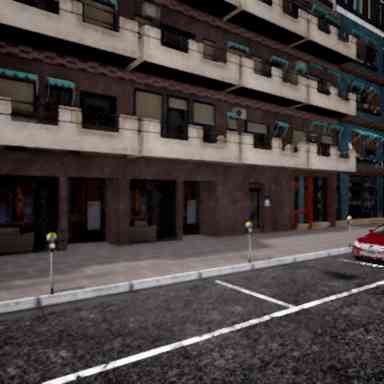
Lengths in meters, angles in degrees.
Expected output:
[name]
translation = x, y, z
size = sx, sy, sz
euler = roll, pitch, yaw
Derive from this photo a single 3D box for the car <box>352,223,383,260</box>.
[car]
translation = 7.437, 1.722, 11.864
size = 4.206, 1.307, 1.802
euler = 1, -1, -35
